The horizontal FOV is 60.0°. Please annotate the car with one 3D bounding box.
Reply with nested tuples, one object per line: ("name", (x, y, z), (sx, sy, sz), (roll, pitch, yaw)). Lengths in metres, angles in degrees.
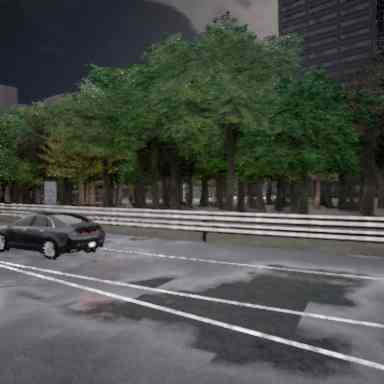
("car", (-5.404, 1.512, 12.414), (4.892, 1.490, 1.837), (0, 0, 31))
